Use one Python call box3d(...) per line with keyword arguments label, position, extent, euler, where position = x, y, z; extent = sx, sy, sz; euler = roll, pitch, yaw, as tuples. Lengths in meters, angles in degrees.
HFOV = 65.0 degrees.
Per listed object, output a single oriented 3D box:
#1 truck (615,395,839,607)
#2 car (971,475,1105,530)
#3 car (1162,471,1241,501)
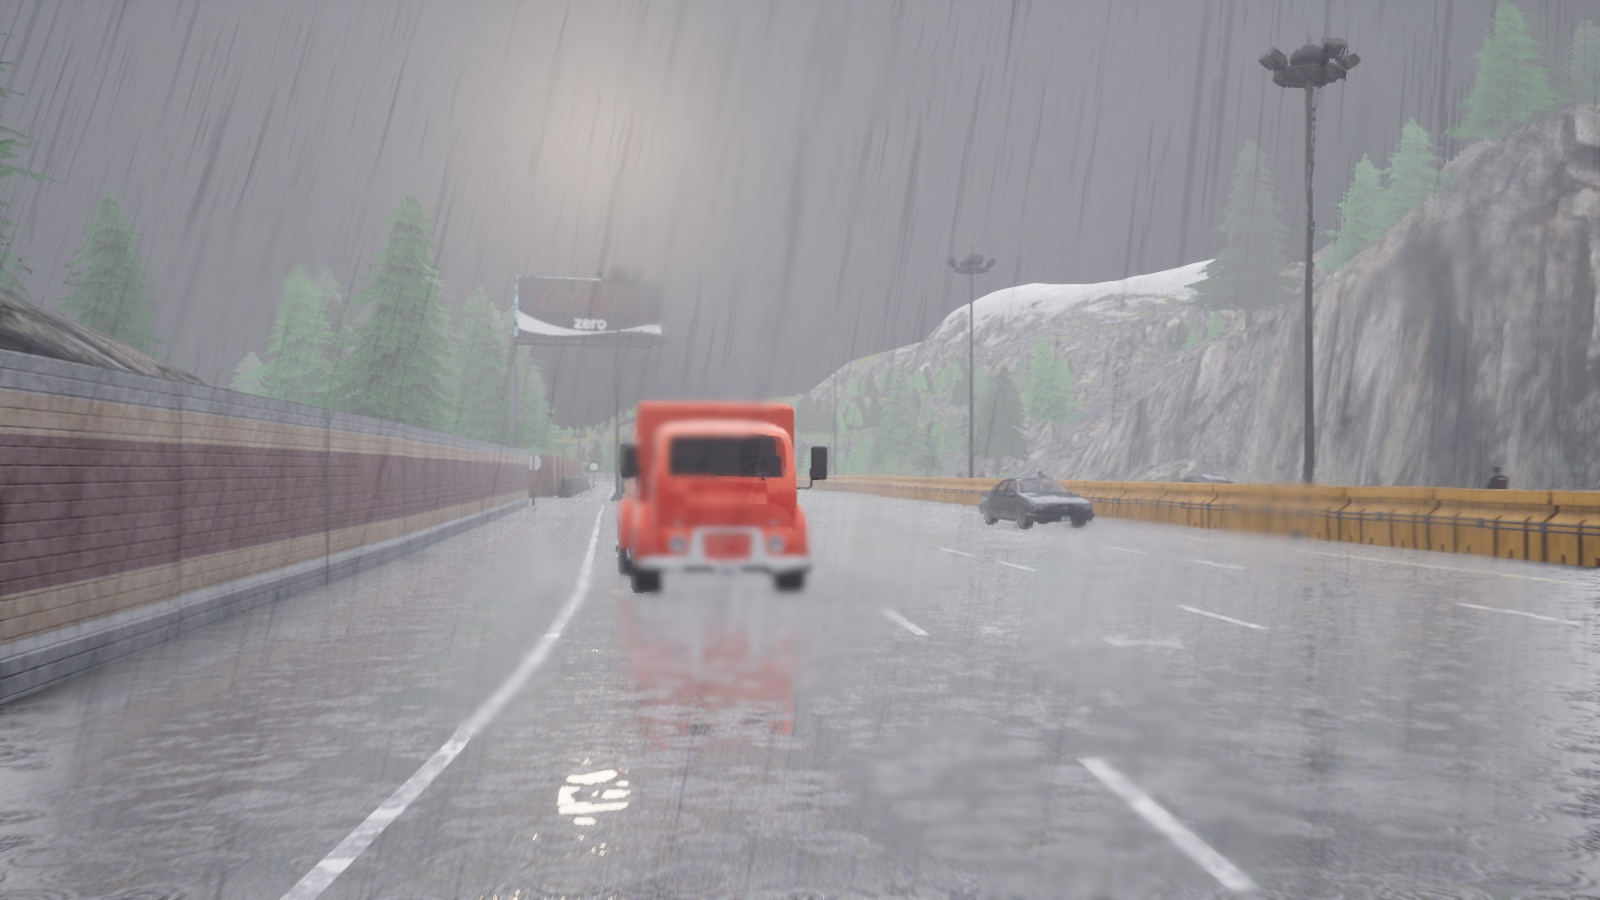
box3d(label="truck", position=(-1.208, 0.616, 17.345), extent=(2.627, 2.467, 5.204), euler=(0, 0, -8))
box3d(label="car", position=(6.632, 1.430, 35.667), extent=(2.033, 1.411, 5.357), euler=(0, -1, -9))
box3d(label="car", position=(20.279, 1.797, 63.645), extent=(1.837, 1.490, 4.892), euler=(0, -1, -8))
